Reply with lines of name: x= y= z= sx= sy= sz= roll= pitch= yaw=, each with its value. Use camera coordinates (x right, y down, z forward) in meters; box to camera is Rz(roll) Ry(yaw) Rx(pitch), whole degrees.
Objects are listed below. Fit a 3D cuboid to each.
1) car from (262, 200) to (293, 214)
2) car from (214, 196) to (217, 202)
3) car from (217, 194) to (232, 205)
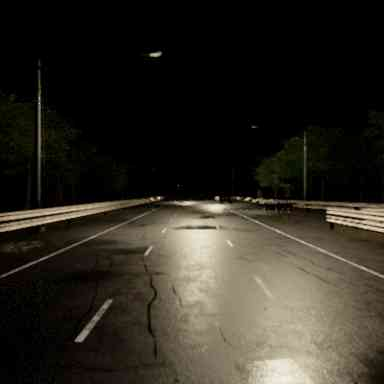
car: x=9.984 y=1.676 z=39.085 sx=2.128 sy=1.511 sz=4.902 roll=0 pitch=0 yaw=-15
car: x=7.090 y=1.949 z=93.312 sx=1.812 sy=1.442 sz=4.674 roll=0 pitch=0 yaw=0
car: x=7.036 y=1.442 z=69.259 sx=2.150 sy=2.045 sz=5.566 roll=0 pitch=0 yaw=0
